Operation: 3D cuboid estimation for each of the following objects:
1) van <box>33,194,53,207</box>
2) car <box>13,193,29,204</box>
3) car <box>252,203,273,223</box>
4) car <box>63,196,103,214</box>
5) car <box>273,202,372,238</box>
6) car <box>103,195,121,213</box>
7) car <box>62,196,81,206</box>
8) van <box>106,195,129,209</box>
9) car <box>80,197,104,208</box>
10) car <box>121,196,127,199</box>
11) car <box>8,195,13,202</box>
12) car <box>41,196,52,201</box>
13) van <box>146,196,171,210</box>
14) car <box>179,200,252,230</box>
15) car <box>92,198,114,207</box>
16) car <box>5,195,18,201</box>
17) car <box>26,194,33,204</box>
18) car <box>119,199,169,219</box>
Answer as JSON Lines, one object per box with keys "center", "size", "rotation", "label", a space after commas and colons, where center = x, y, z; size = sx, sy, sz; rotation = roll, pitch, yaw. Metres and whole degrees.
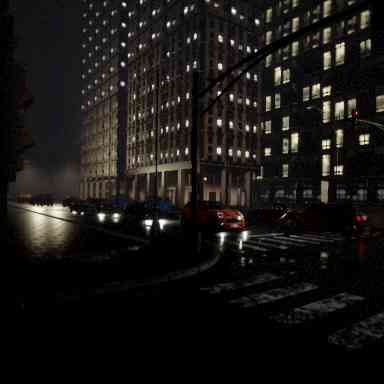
{"center": [-20.663, 1.197, 46.746], "size": [1.690, 1.788, 3.998], "rotation": [1, -1, -35], "label": "van"}
{"center": [-30.479, 1.155, 60.560], "size": [2.192, 1.841, 5.009], "rotation": [1, -1, -35], "label": "car"}
{"center": [5.798, 1.505, 23.973], "size": [1.967, 1.590, 4.097], "rotation": [1, -1, -35], "label": "car"}
{"center": [-10.850, 1.427, 32.932], "size": [2.008, 1.369, 4.403], "rotation": [1, -1, -35], "label": "car"}
{"center": [7.131, 1.376, 18.147], "size": [4.553, 1.767, 2.097], "rotation": [0, -1, 42], "label": "car"}
{"center": [-9.926, 1.402, 36.113], "size": [1.882, 1.535, 5.008], "rotation": [1, -1, -36], "label": "car"}
{"center": [-20.468, 1.465, 56.288], "size": [1.837, 1.490, 4.892], "rotation": [1, -1, -35], "label": "car"}
{"center": [-10.561, 1.368, 46.996], "size": [1.690, 1.788, 3.998], "rotation": [1, -1, -35], "label": "van"}
{"center": [-14.450, 1.497, 47.904], "size": [1.812, 1.442, 4.674], "rotation": [1, -1, -35], "label": "car"}
{"center": [-7.292, 1.584, 42.389], "size": [2.008, 1.369, 4.403], "rotation": [1, -1, -35], "label": "car"}
{"center": [-37.028, 1.397, 69.766], "size": [1.947, 1.339, 4.313], "rotation": [1, -1, -35], "label": "car"}
{"center": [-36.743, 1.571, 83.827], "size": [1.802, 1.307, 4.206], "rotation": [1, -1, -35], "label": "car"}
{"center": [-4.017, 1.382, 37.787], "size": [1.690, 1.788, 3.998], "rotation": [1, -1, -35], "label": "van"}
{"center": [1.144, 1.303, 20.531], "size": [2.097, 1.767, 4.553], "rotation": [1, -1, -35], "label": "car"}
{"center": [-13.837, 1.587, 51.598], "size": [1.947, 1.339, 4.313], "rotation": [1, -1, -35], "label": "car"}
{"center": [-40.299, 1.378, 74.370], "size": [2.008, 1.369, 4.403], "rotation": [1, -1, -35], "label": "car"}
{"center": [-23.939, 1.432, 51.348], "size": [1.802, 1.307, 4.206], "rotation": [1, -1, -35], "label": "car"}
{"center": [-4.060, 1.502, 27.845], "size": [1.994, 1.385, 4.181], "rotation": [1, -1, -35], "label": "car"}
